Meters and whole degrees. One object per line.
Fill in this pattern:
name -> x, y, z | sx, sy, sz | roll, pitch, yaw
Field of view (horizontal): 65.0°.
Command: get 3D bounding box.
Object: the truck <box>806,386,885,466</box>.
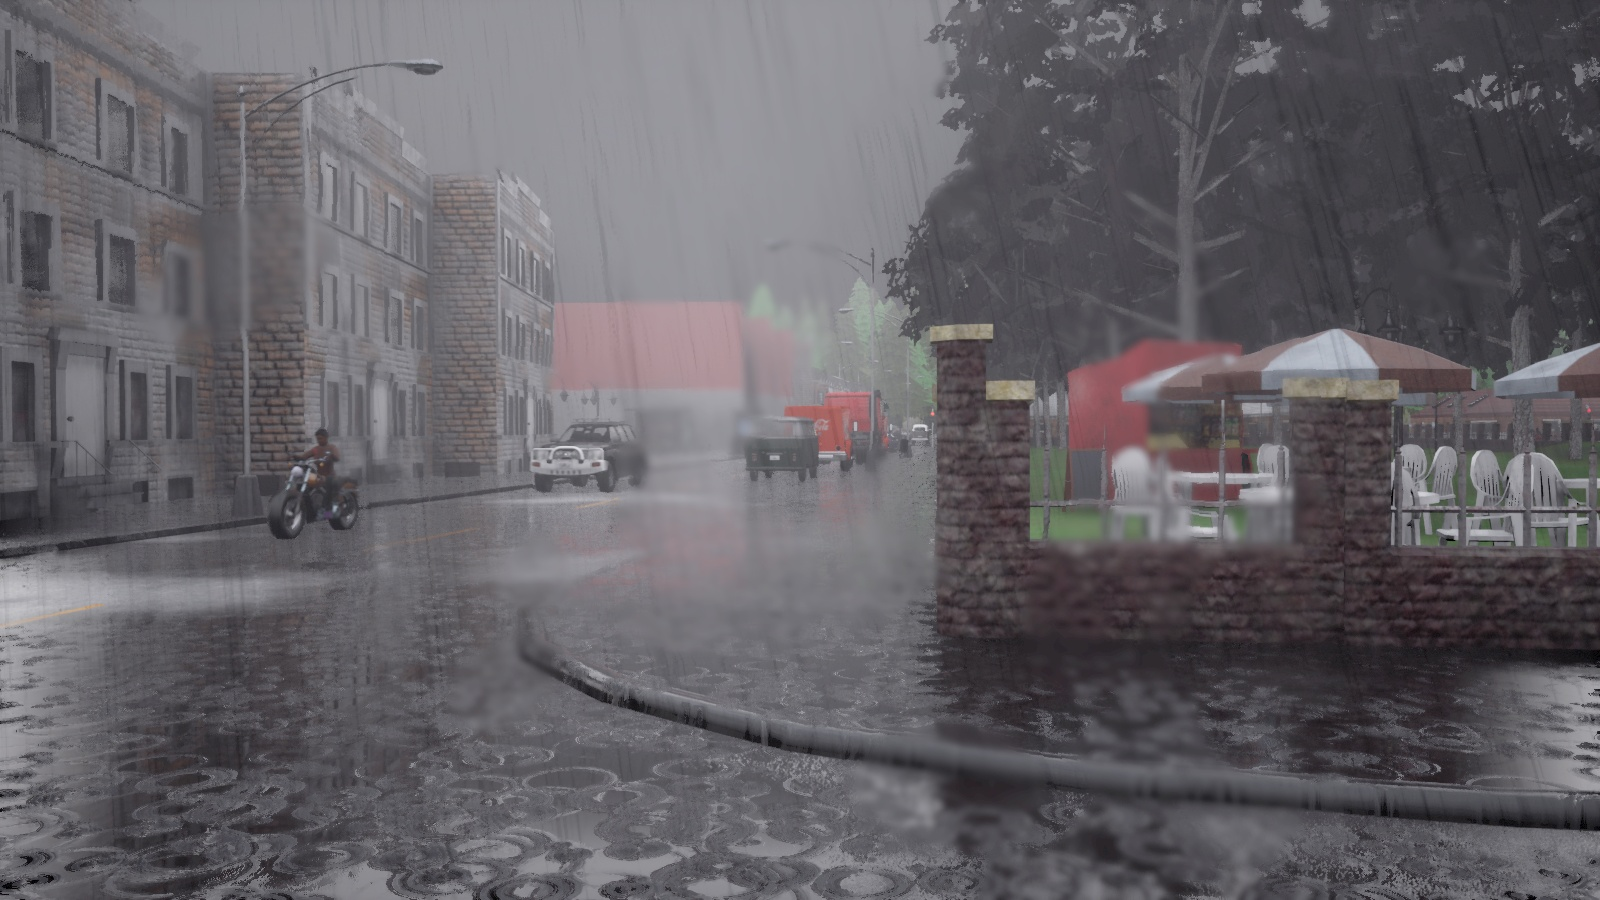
truck -> 2.263, -1.120, 58.858 | 2.891, 3.462, 7.936 | 0, 1, 8

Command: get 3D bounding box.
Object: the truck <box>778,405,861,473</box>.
truck -> 0.832, -0.461, 48.557 | 2.627, 2.467, 5.204 | 0, 1, 7

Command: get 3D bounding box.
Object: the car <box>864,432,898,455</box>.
car -> 5.194, -0.447, 79.788 | 1.812, 1.442, 4.674 | 0, 1, 8

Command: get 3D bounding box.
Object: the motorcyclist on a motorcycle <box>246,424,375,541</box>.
motorcyclist on a motorcycle -> -7.332, 0.432, 18.955 | 0.766, 1.649, 2.350 | 0, 1, 8

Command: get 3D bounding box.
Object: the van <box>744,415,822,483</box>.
van -> -0.468, -0.073, 39.281 | 1.775, 1.987, 4.442 | 0, 1, 8

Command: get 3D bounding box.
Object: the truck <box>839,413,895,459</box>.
truck -> 3.763, -0.796, 69.571 | 2.627, 2.467, 5.204 | 0, 1, 8

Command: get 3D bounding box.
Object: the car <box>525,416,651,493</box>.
car -> -5.416, 0.079, 32.737 | 1.932, 1.855, 4.605 | 0, 1, 8
